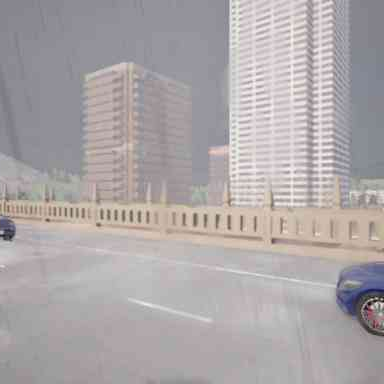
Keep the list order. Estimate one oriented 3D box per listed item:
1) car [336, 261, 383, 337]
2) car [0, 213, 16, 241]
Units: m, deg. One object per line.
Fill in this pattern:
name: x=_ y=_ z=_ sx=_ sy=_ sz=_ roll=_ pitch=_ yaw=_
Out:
car: x=4.679 y=1.525 z=4.954 sx=4.674 sy=1.442 sz=1.812 roll=0 pitch=0 yaw=35
car: x=-9.936 y=1.529 z=15.374 sx=4.674 sy=1.442 sz=1.812 roll=0 pitch=0 yaw=35
